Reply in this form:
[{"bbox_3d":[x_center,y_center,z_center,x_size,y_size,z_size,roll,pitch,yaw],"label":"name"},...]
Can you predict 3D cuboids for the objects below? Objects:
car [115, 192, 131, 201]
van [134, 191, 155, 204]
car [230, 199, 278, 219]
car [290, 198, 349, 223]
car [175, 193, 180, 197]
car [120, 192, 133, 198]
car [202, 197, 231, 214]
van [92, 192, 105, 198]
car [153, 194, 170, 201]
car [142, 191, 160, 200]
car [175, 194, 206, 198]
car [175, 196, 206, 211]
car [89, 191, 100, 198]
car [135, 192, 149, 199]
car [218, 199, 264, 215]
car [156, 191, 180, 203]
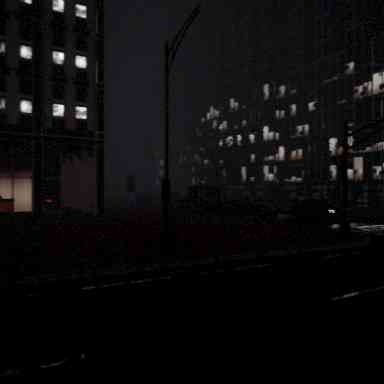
[{"bbox_3d":[-13.616,1.070,64.173,2.008,1.369,4.403,0,1,-29],"label":"car"},{"bbox_3d":[-8.079,1.011,54.243,1.690,1.788,3.998,0,1,-29],"label":"van"},{"bbox_3d":[5.640,1.604,29.361,1.947,1.339,4.313,0,1,-29],"label":"car"},{"bbox_3d":[10.185,1.442,26.818,2.097,1.767,4.553,0,1,-30],"label":"car"},{"bbox_3d":[-0.762,1.234,58.325,1.802,1.307,4.206,0,1,-29],"label":"car"},{"bbox_3d":[-17.364,0.749,88.110,2.008,1.369,4.403,0,1,-29],"label":"car"},{"bbox_3d":[2.887,1.547,34.336,1.802,1.307,4.206,0,1,-29],"label":"car"},{"bbox_3d":[-21.914,0.634,79.064,1.690,1.788,3.998,0,1,-29],"label":"van"},{"bbox_3d":[-6.296,1.083,68.254,1.802,1.307,4.206,0,1,-29],"label":"car"},{"bbox_3d":[-9.060,0.740,73.215,2.192,1.841,5.009,0,1,-29],"label":"car"},{"bbox_3d":[0.153,1.372,44.791,2.033,1.411,5.357,0,1,-29],"label":"car"},{"bbox_3d":[0.172,1.458,39.328,1.947,1.339,4.313,0,1,-29],"label":"car"},{"bbox_3d":[-24.682,0.657,84.029,1.967,1.590,4.097,0,1,-29],"label":"car"},{"bbox_3d":[-11.829,0.790,78.180,1.967,1.590,4.097,0,1,-29],"label":"car"},{"bbox_3d":[5.170,1.505,35.781,2.033,1.411,5.357,0,1,-29],"label":"car"},{"bbox_3d":[-3.854,0.857,58.540,2.150,2.045,5.566,0,1,-29],"label":"car"}]
